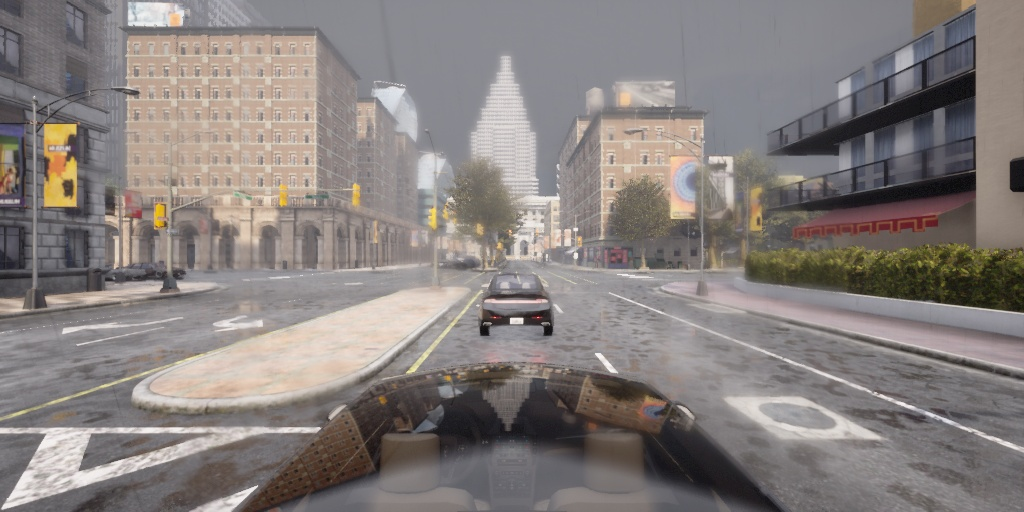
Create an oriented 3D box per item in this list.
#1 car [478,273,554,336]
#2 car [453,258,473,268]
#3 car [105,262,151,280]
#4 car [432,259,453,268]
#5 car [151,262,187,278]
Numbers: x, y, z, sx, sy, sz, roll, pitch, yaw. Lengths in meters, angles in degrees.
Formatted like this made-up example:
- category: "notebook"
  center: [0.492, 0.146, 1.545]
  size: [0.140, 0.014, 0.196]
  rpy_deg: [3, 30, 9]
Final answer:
- category: "car"
  center: [0.108, 1.242, 10.442]
  size: [2.128, 1.511, 4.902]
  rpy_deg: [0, 0, 0]
- category: "car"
  center: [-8.009, 1.354, 59.129]
  size: [1.895, 1.301, 4.718]
  rpy_deg: [0, 0, 0]
- category: "car"
  center: [-33.818, 1.352, 30.070]
  size: [4.718, 1.301, 1.895]
  rpy_deg: [0, 0, 0]
- category: "car"
  center: [-11.499, 1.245, 60.577]
  size: [2.128, 1.511, 4.902]
  rpy_deg: [0, 0, 0]
- category: "car"
  center: [-33.840, 1.299, 33.569]
  size: [5.357, 1.411, 2.033]
  rpy_deg: [0, 0, 0]
